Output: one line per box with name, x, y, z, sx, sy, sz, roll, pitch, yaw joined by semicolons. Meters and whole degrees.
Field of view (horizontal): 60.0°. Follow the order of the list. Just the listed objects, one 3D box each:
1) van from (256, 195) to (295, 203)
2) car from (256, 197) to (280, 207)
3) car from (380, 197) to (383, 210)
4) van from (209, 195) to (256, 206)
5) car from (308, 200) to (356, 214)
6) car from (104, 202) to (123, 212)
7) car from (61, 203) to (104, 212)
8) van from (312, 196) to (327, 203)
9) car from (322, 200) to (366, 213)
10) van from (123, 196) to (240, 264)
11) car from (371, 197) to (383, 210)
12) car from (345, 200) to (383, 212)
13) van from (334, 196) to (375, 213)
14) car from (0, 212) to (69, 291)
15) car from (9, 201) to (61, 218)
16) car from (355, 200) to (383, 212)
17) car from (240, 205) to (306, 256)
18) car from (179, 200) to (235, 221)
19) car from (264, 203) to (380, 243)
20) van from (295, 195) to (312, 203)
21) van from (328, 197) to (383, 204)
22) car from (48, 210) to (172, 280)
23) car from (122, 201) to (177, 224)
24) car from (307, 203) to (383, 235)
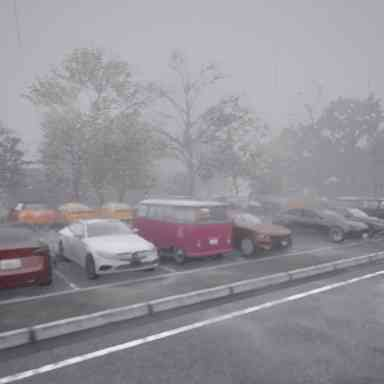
van;7.795;1.310;33.725;1.878;1.987;4.442;1;0;-35
car;5.589;1.516;32.303;2.097;1.535;5.008;0;0;-35
car;32.665;1.818;51.556;2.435;2.045;5.566;1;-1;-35
van;3.404;1.287;30.596;1.878;1.987;4.442;0;0;-35
car;16.858;1.731;40.319;2.097;1.535;5.008;1;-1;-35
car;-5.684;1.497;24.257;2.097;1.535;5.008;0;0;-35
car;-8.042;1.493;22.576;2.097;1.535;5.008;0;0;-35
van;12.177;1.406;37.134;1.878;1.987;4.442;1;-1;-35
car;19.112;1.819;41.930;2.002;1.452;4.674;1;-1;-35
van;-0.577;1.267;11.984;1.878;1.987;4.442;0;0;-35
car;30.409;1.770;49.949;2.435;2.045;5.566;1;-1;-35
car;23.518;1.914;45.076;2.002;1.452;4.674;1;-1;-35
van;21.200;1.600;43.563;1.878;1.987;4.442;1;-1;-35
car;-5.048;1.515;8.691;2.163;1.488;4.792;0;0;-35
car;-10.182;1.364;21.019;2.185;1.767;4.553;0;0;-35
car;25.880;1.924;46.749;2.097;1.535;5.008;1;-1;-35
car;1.748;1.497;13.505;2.097;1.535;5.008;0;0;-35
car;1.189;1.506;28.934;1.946;1.575;5.366;0;0;-36
car;6.289;1.534;16.697;2.163;1.488;4.792;0;0;-36
van;10.023;1.360;35.599;1.878;1.987;4.442;1;-1;-35
van;10.863;1.286;19.850;1.878;1.987;4.442;0;0;-35
car;-2.772;1.529;10.280;2.002;1.452;4.674;0;0;-35
car;-3.428;1.502;25.864;2.231;1.521;4.892;0;0;-35
car;8.532;1.548;18.336;2.002;1.452;4.674;0;0;-35
